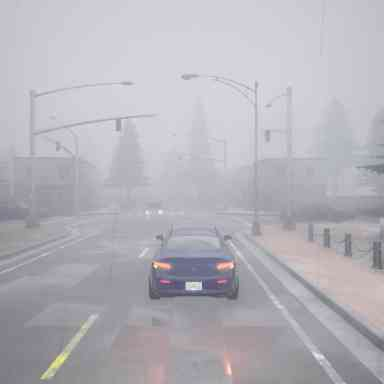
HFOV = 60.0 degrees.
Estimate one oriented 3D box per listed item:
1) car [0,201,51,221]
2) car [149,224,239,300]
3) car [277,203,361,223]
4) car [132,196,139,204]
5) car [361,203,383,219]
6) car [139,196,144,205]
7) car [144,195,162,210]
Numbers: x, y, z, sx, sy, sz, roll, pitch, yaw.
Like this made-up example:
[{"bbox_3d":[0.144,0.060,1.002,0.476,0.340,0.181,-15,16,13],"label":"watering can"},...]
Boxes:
[{"bbox_3d":[-13.298,1.462,25.157,5.008,1.535,1.882,0,0,3],"label":"car"},{"bbox_3d":[0.042,1.526,8.280,1.812,1.442,4.674,0,0,0],"label":"car"},{"bbox_3d":[9.135,1.532,24.620,5.357,1.411,2.033,0,0,1],"label":"car"},{"bbox_3d":[-10.066,1.470,62.803,1.837,1.490,4.892,0,0,-23],"label":"car"},{"bbox_3d":[15.450,1.585,28.152,4.718,1.301,1.895,0,0,2],"label":"car"},{"bbox_3d":[-6.675,1.318,52.996,2.097,1.767,4.553,0,0,-15],"label":"car"},{"bbox_3d":[-4.927,1.443,43.109,1.882,1.535,5.008,0,0,-6],"label":"car"}]
